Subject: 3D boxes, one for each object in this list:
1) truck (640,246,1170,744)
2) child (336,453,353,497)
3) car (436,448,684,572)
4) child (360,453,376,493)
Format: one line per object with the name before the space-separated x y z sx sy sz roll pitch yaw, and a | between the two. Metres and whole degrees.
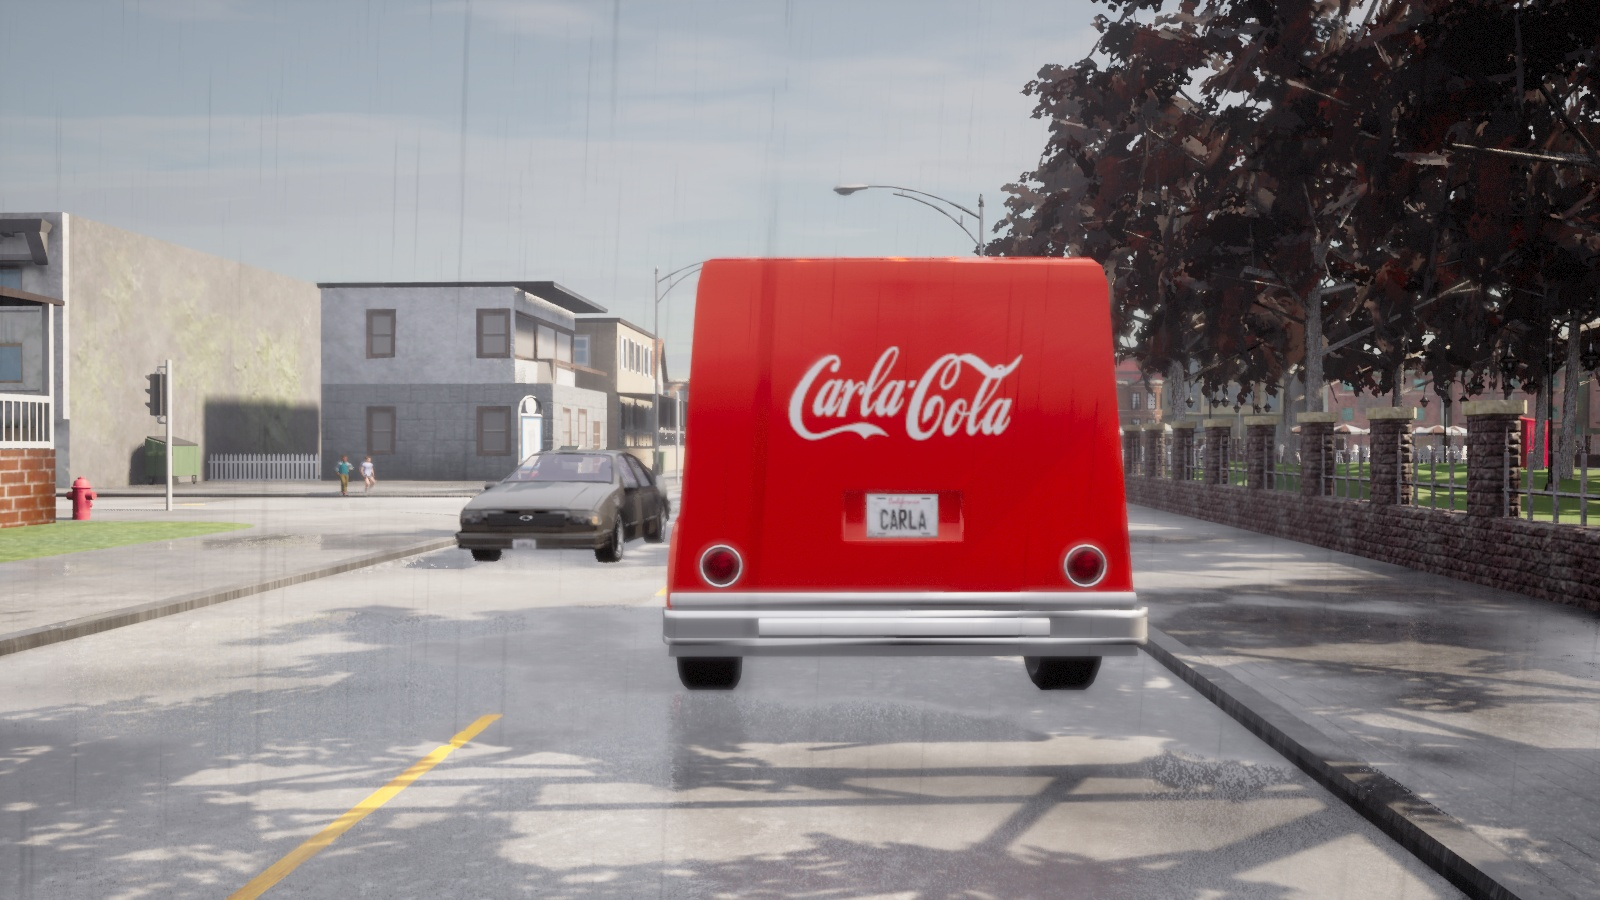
truck | 0.519 0.210 8.828 2.627 2.467 5.204 0 0 0
child | -12.412 0.668 34.195 0.343 1.192 0.448 0 0 -33
car | -3.039 0.694 17.262 2.033 1.411 5.357 0 0 4
child | -11.994 0.630 34.856 0.394 1.110 0.255 0 0 43
